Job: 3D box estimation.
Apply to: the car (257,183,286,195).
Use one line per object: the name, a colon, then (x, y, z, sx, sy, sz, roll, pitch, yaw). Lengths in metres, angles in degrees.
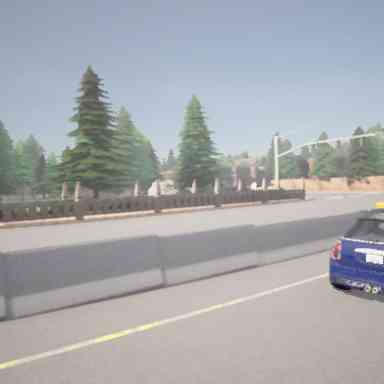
car: (13.181, -0.468, 55.911, 2.150, 2.045, 5.566, -3, 2, -35)

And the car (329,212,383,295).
car: (5.107, 1.181, 7.387, 4.553, 1.767, 2.097, -3, 1, -35)

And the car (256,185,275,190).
car: (10.726, 0.064, 53.333, 1.895, 1.301, 4.718, -3, 2, -35)
